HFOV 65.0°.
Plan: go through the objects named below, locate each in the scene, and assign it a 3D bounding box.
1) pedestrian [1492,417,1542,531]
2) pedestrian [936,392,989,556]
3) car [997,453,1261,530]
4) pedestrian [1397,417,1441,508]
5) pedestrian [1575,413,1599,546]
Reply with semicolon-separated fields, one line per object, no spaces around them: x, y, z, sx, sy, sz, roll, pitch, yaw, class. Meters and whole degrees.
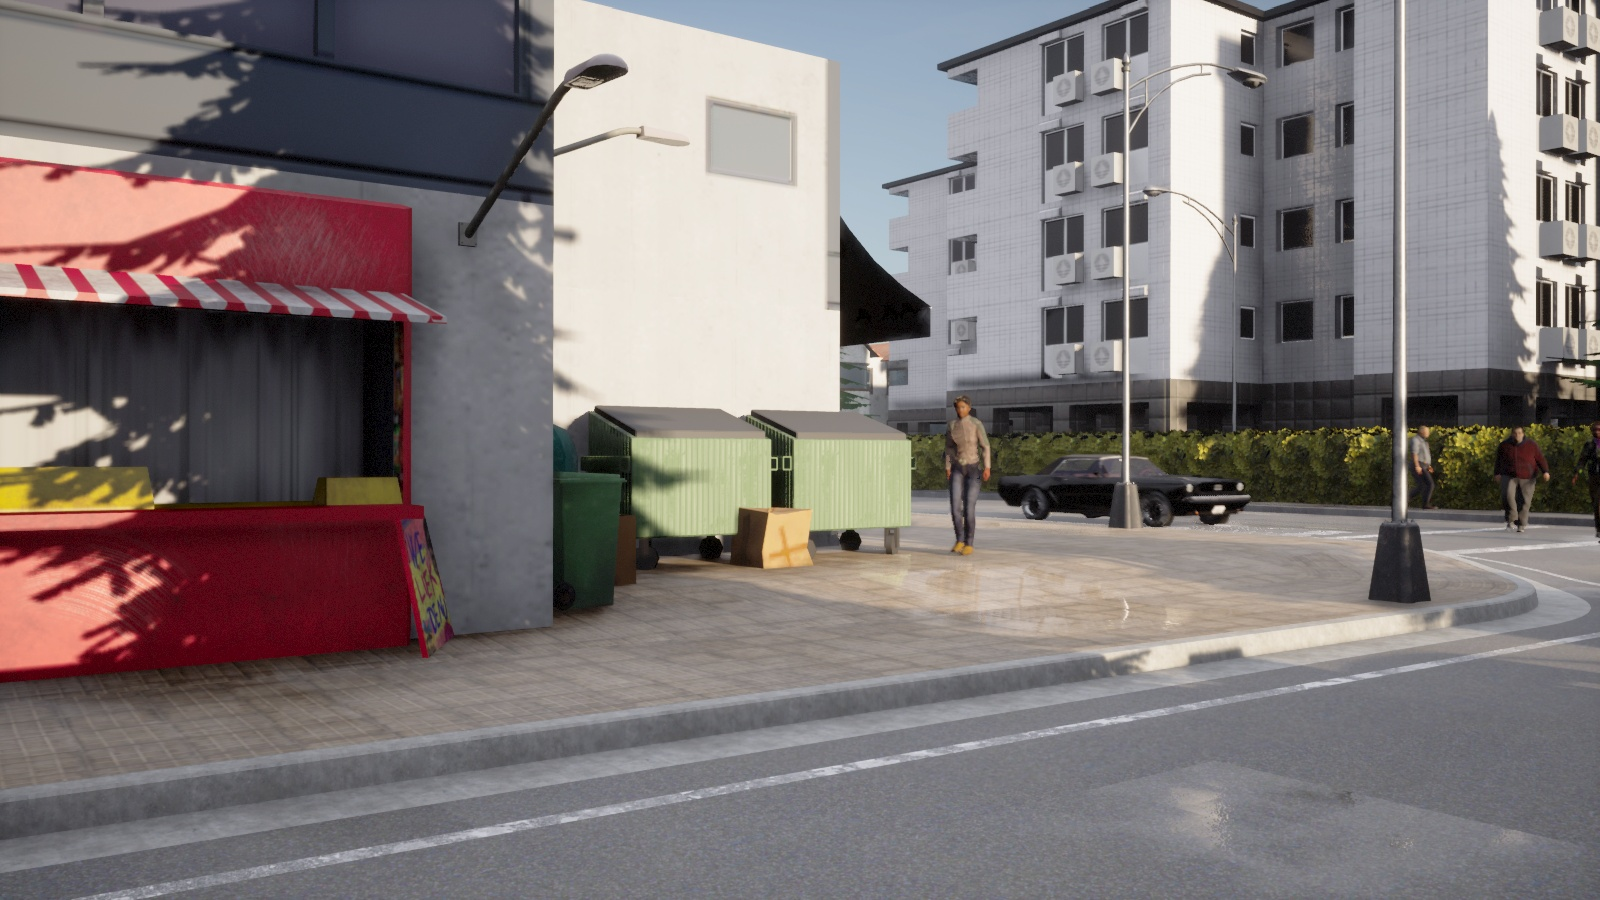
11.900;0.391;20.836;0.634;1.844;0.899;0;0;35;pedestrian
1.863;0.266;14.323;0.328;1.805;0.869;0;0;27;pedestrian
6.091;0.714;23.814;1.895;1.301;4.718;0;0;-36;car
12.838;0.262;26.036;0.694;1.848;0.540;0;0;43;pedestrian
11.840;0.425;18.569;0.692;1.930;0.395;0;0;-34;pedestrian
